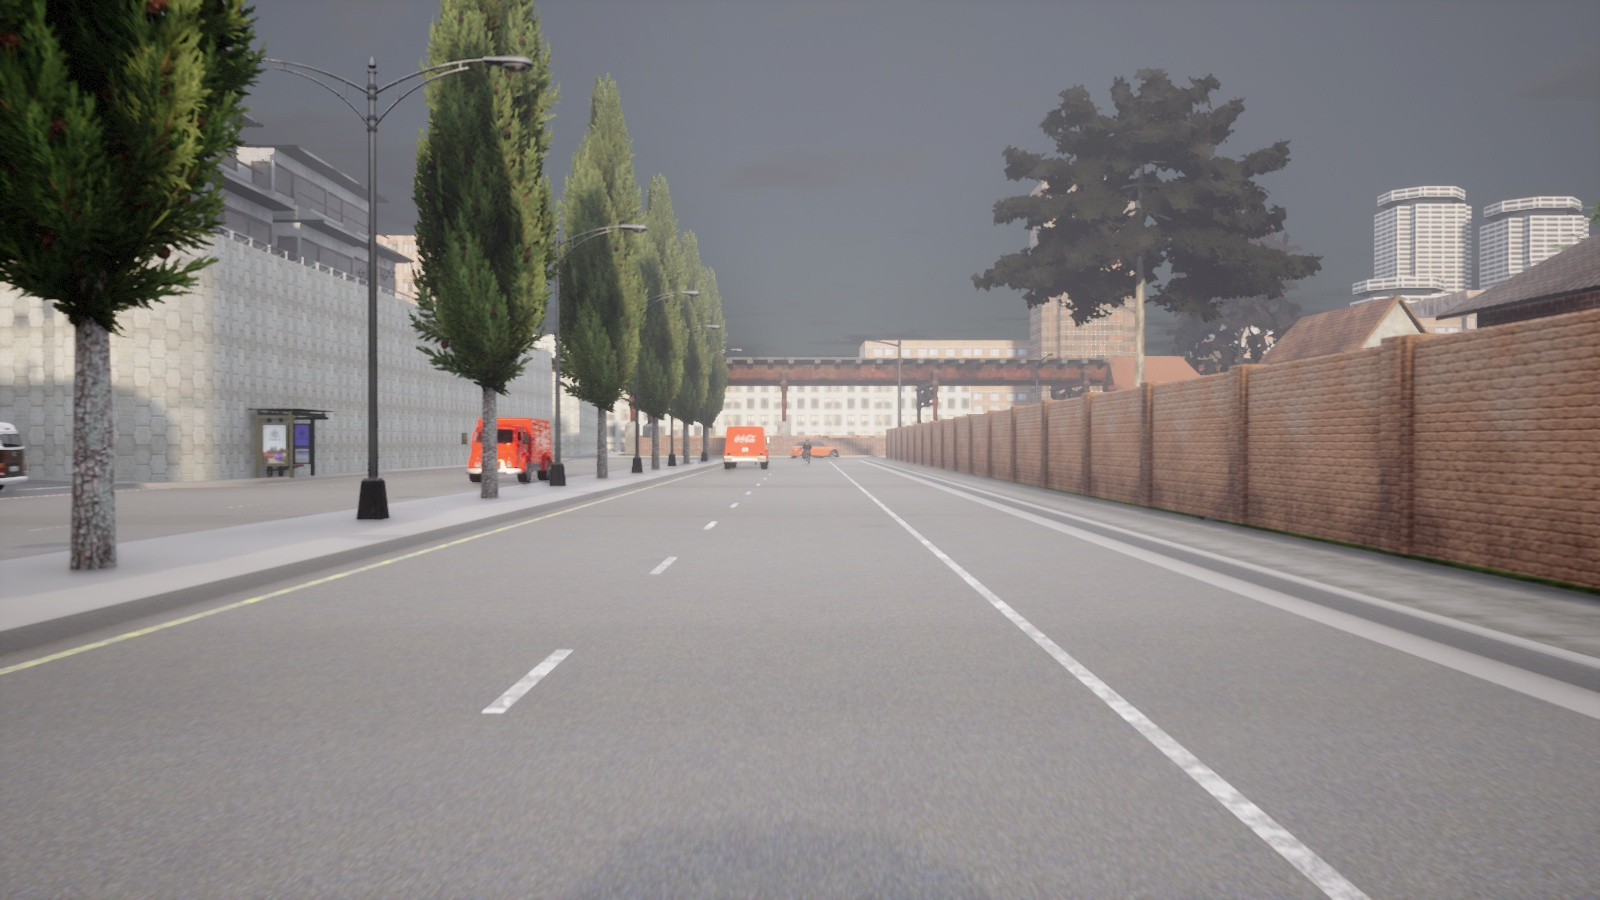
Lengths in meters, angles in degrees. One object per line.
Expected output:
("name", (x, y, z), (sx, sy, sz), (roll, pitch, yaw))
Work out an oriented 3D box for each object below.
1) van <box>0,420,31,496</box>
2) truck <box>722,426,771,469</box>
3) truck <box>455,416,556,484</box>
("van", (-24.053, 0.090, 34.455), (4.480, 2.038, 2.069), (4, 1, -8))
("truck", (-3.068, -0.155, 73.133), (2.627, 2.467, 5.204), (0, 0, 0))
("truck", (-11.210, -0.021, 48.298), (2.627, 2.467, 5.204), (0, 0, 0))
